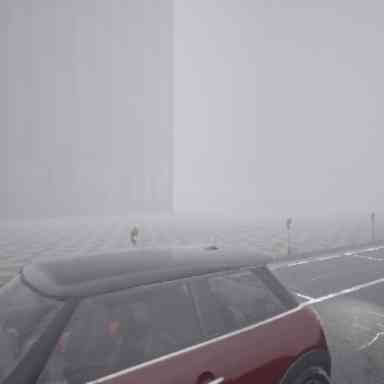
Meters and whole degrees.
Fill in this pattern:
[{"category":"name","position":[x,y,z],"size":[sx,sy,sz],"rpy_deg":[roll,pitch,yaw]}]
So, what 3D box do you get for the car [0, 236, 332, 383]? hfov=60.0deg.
[{"category":"car","position":[-0.908,1.354,2.721],"size":[4.553,1.767,2.097],"rpy_deg":[0,0,-35]}]
